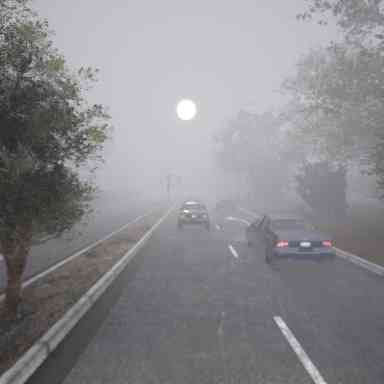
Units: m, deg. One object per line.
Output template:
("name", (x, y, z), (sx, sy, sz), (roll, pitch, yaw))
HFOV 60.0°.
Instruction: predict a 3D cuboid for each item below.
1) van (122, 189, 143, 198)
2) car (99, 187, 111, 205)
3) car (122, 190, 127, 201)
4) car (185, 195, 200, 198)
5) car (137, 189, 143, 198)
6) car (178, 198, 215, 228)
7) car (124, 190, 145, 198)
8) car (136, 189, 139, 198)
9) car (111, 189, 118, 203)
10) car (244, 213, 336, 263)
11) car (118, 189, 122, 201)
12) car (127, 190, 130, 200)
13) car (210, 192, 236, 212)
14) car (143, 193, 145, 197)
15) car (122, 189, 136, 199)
("van", (-13.635, 0.415, 76.406), (4.442, 1.987, 1.878), (-1, 0, -19))
("car", (-13.850, 0.688, 43.310), (5.566, 2.045, 2.435), (-1, 1, -20))
("car", (-13.827, 0.816, 55.334), (4.892, 1.521, 2.231), (-1, 0, -20))
("car", (0.085, 1.041, 40.953), (1.994, 1.385, 4.181), (0, 1, 0))
("car", (-13.821, 0.440, 70.333), (5.566, 2.045, 2.435), (-1, 1, -20))
("car", (0.092, 1.333, 20.351), (2.033, 1.411, 5.357), (0, 1, 0))
("car", (-13.662, 0.493, 79.384), (4.553, 1.767, 2.185), (-1, 1, -19))
("car", (-13.799, 0.755, 67.339), (4.674, 1.452, 2.002), (-1, 1, -20))
("car", (-13.792, 0.745, 49.337), (4.553, 1.767, 2.185), (-1, 1, -20))
("car", (3.096, 1.452, 11.587), (2.033, 1.411, 5.357), (0, 1, 0))
("car", (-13.854, 0.717, 52.323), (4.553, 1.767, 2.185), (-1, 0, -20))
("car", (-13.844, 0.818, 58.319), (4.792, 1.488, 2.163), (-1, 1, -20))
("car", (3.088, 1.096, 31.848), (2.128, 1.511, 4.902), (0, 1, 0))
("car", (-13.750, 0.415, 73.369), (5.566, 2.045, 2.435), (-1, 0, -20))
("car", (-13.846, 0.512, 61.320), (5.566, 2.045, 2.435), (-1, 1, -20))
